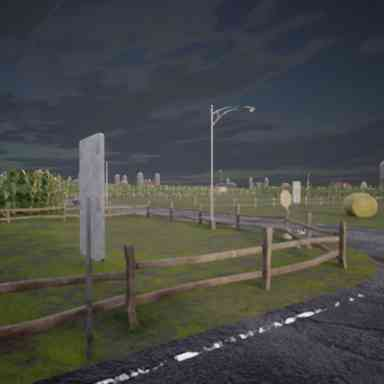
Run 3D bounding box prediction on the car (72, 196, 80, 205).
[{"bbox_3d":[-16.988,1.284,51.215,1.994,1.385,4.181,0,1,-36],"label":"car"}]
